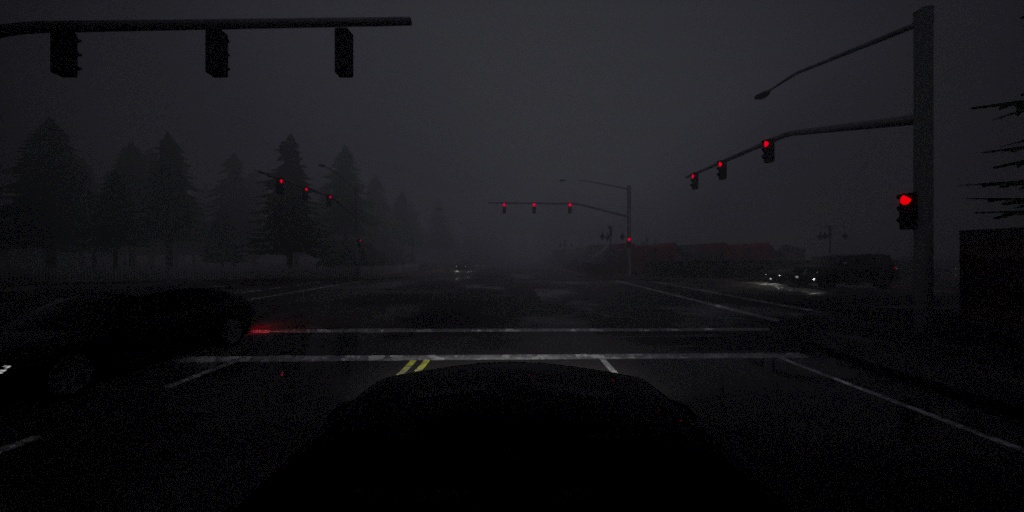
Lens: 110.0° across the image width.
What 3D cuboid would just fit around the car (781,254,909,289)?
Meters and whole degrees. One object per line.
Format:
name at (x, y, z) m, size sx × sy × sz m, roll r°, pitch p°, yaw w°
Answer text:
car at (20.257, 0.908, 22.021) m, size 5.566 × 2.045 × 2.150 m, roll -1°, pitch 0°, yaw 0°

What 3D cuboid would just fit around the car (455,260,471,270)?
car at (-7.000, 1.314, 52.089) m, size 1.837 × 1.490 × 4.892 m, roll 0°, pitch 1°, yaw 0°

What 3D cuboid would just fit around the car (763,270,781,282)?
car at (21.068, 1.238, 25.528) m, size 5.357 × 1.411 × 2.033 m, roll 0°, pitch 0°, yaw 0°

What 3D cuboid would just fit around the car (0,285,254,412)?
car at (-6.997, 1.340, 6.430) m, size 1.837 × 1.490 × 4.892 m, roll 0°, pitch 1°, yaw 0°
